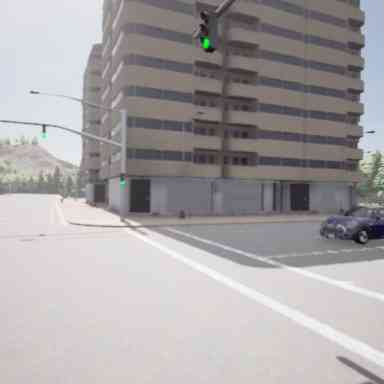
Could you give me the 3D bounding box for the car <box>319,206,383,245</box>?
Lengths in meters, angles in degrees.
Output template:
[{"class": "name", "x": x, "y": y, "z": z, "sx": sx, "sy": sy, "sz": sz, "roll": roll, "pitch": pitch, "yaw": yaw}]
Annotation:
[{"class": "car", "x": 8.487, "y": 1.463, "z": 16.223, "sx": 4.553, "sy": 1.767, "sz": 2.097, "roll": 1, "pitch": 0, "yaw": -23}]
